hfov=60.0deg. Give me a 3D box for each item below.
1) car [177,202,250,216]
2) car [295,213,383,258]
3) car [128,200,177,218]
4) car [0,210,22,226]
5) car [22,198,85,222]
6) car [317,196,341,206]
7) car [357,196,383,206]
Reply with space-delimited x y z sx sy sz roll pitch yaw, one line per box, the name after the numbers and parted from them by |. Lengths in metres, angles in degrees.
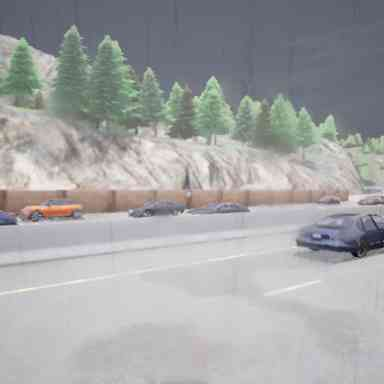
1.785 1.412 22.474 4.902 1.511 2.128 0 0 -36 | car
6.167 1.484 12.437 5.357 1.411 2.033 0 0 -35 | car
-2.878 1.414 27.742 4.902 1.511 2.128 0 0 -36 | car
-11.668 1.516 17.156 4.674 1.442 1.812 0 0 -36 | car
-10.985 1.310 26.250 4.553 1.767 2.097 0 0 -35 | car
20.518 1.285 49.763 4.674 1.442 1.812 -1 1 -39 | car
23.051 1.298 42.870 4.674 1.442 1.812 -1 1 -39 | car
